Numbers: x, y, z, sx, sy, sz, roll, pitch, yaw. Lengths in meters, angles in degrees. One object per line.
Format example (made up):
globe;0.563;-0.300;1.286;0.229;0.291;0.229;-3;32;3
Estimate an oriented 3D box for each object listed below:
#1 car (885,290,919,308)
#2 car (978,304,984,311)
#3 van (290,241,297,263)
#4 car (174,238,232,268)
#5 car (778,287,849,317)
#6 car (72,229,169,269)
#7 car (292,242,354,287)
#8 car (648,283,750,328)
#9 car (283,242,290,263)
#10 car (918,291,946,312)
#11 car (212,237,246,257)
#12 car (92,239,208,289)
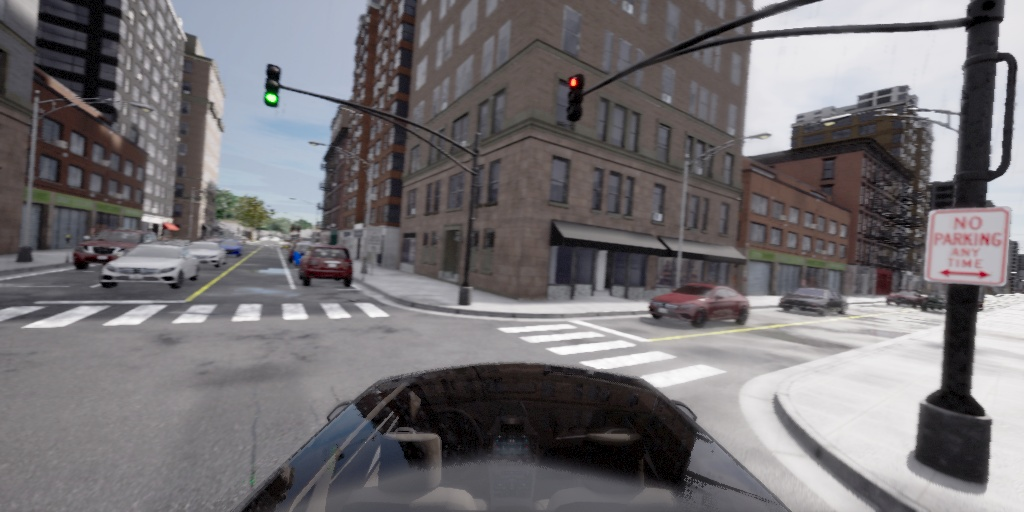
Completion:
car;35.371;3.798;32.180;4.674;1.442;1.812;4;0;-33
car;42.704;4.411;33.717;4.718;1.301;1.895;4;0;-33
van;-15.106;-0.063;26.374;1.690;1.789;3.998;0;0;-34
car;-18.601;-0.140;21.720;1.812;1.442;4.674;4;0;-33
car;17.082;2.500;20.166;5.357;1.411;2.033;4;0;-33
car;-18.804;-0.360;17.300;2.192;1.841;5.009;0;0;-34
car;-9.024;0.377;17.211;2.192;1.841;5.009;0;0;-34
car;7.227;1.771;13.630;4.674;1.442;1.812;4;0;-32
car;-18.148;-0.322;30.955;2.192;1.841;5.009;0;0;-34
car;33.497;3.496;27.559;4.553;1.767;2.097;4;0;-33
car;-26.256;-0.774;33.309;1.882;1.535;5.008;4;1;-33
car;-12.979;0.291;13.201;1.812;1.442;4.674;4;0;-32
